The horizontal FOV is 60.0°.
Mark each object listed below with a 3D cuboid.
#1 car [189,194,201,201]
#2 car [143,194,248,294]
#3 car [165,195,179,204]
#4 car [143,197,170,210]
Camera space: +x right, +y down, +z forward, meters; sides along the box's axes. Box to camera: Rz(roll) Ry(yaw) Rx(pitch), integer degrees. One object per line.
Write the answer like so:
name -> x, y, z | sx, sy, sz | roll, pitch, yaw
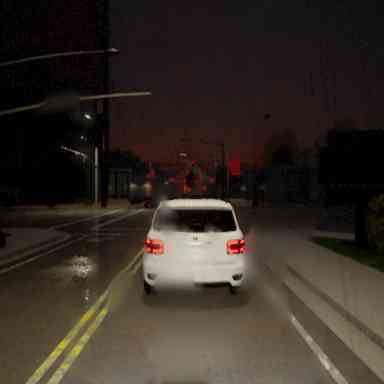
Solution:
car -> 0.828, 1.210, 78.701 | 1.882, 1.535, 5.008 | 0, 0, 12
car -> 0.078, 1.192, 8.830 | 2.150, 2.045, 5.566 | 0, 0, 0
car -> -3.498, 1.357, 58.637 | 2.033, 1.411, 5.357 | 0, 0, 1
car -> -4.430, 1.411, 42.035 | 1.812, 1.442, 4.674 | 0, 0, 16
